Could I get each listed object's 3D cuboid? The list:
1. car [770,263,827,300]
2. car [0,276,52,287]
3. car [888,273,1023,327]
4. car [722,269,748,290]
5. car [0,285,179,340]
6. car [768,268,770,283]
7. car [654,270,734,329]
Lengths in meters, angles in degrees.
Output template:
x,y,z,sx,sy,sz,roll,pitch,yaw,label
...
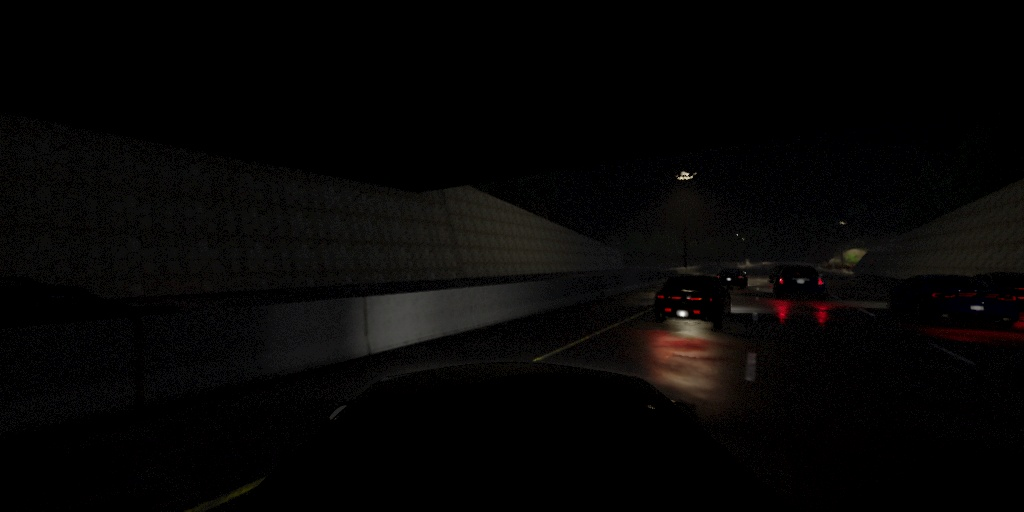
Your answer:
x,y,z,sx,sy,sz,roll,pitch,yaw,label
15.947,1.346,20.062,2.097,1.767,4.553,0,-1,35,car
-19.019,1.419,12.924,1.895,1.301,4.718,0,-1,35,car
14.959,1.387,12.481,1.882,1.535,5.008,0,-1,35,car
16.450,1.634,26.952,1.994,1.385,4.181,0,-1,35,car
-10.147,1.383,7.295,1.895,1.301,4.718,0,-1,35,car
23.572,1.487,31.103,2.097,1.767,4.553,0,-1,35,car
6.154,1.385,12.051,1.837,1.490,4.892,0,-1,35,car
